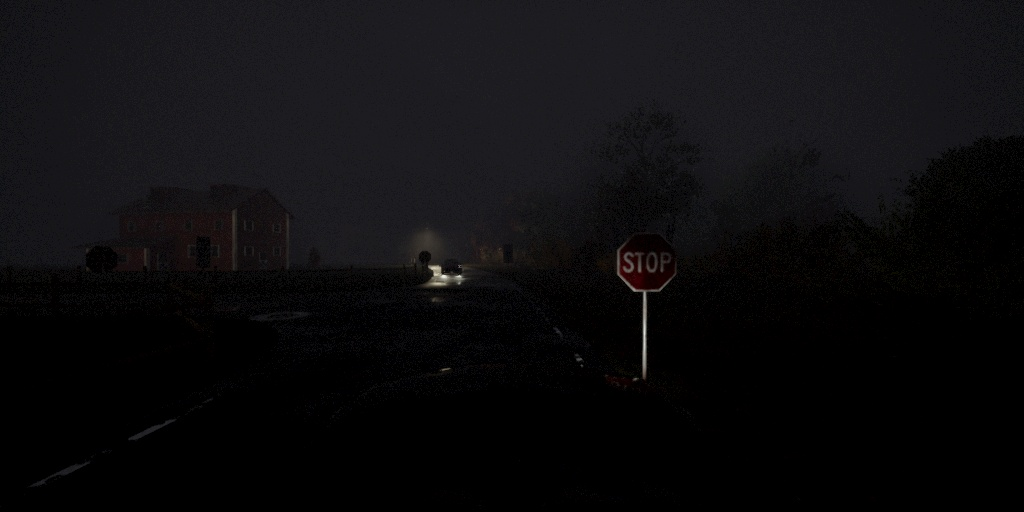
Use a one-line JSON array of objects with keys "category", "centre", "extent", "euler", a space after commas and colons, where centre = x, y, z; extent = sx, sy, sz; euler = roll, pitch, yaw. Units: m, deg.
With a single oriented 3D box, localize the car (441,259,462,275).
[{"category": "car", "centre": [-6.448, 1.075, 38.125], "extent": [2.097, 1.767, 4.553], "euler": [0, 0, -11]}]
